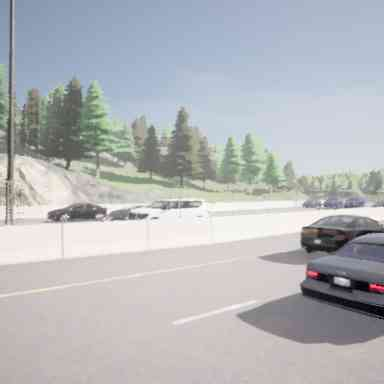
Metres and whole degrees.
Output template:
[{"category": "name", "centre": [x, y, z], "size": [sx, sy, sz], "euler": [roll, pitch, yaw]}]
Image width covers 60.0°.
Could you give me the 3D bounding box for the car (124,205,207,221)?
[{"category": "car", "centre": [-1.376, 1.386, 20.731], "size": [5.566, 2.045, 2.150], "euler": [1, -1, -39]}]

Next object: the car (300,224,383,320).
[{"category": "car", "centre": [4.610, 1.633, 7.346], "size": [5.357, 1.411, 2.033], "euler": [1, -1, -38]}]

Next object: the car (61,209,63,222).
[{"category": "car", "centre": [-9.431, 1.686, 27.777], "size": [4.892, 1.490, 1.837], "euler": [1, -1, -39]}]

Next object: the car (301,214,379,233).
[{"category": "car", "centre": [6.303, 1.620, 13.152], "size": [5.008, 1.535, 1.882], "euler": [1, -1, -39]}]
